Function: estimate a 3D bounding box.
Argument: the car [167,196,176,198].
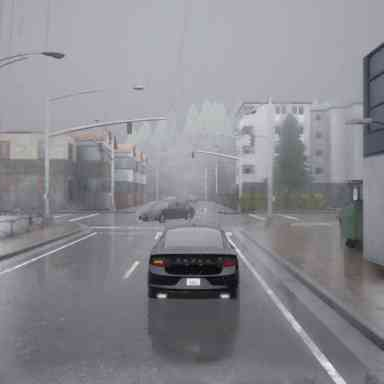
[{"bbox_3d":[-3.579,1.545,47.416,2.033,1.411,5.357,0,0,0],"label":"car"}]

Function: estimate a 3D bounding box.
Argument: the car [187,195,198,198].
[{"bbox_3d":[0.104,1.348,59.209,2.097,1.767,4.553,0,0,0],"label":"car"}]

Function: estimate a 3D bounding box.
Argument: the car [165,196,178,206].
[{"bbox_3d":[-3.565,1.475,57.730,1.882,1.535,5.008,0,0,1],"label":"car"}]

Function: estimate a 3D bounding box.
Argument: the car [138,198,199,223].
[{"bbox_3d":[-1.774,1.418,24.047,1.837,1.490,4.892,-2,-2,38],"label":"car"}]

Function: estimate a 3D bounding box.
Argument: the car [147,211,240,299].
[{"bbox_3d":[0.050,1.477,8.498,1.882,1.535,5.008,0,0,1],"label":"car"}]
